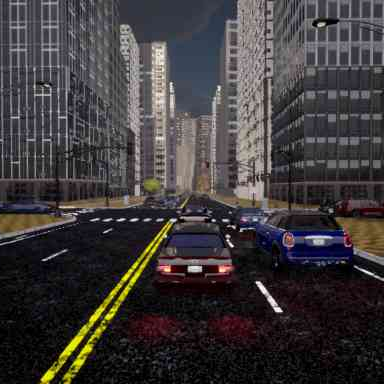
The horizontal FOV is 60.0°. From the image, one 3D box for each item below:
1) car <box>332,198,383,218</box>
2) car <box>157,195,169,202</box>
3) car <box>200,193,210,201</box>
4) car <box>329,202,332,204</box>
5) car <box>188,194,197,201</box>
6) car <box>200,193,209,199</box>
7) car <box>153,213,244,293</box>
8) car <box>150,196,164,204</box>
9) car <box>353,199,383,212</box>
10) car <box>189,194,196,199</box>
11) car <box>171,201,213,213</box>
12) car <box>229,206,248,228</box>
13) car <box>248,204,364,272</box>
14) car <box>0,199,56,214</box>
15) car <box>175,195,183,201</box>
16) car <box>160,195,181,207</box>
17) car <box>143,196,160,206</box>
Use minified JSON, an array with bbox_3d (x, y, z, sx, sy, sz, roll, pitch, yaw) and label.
[{"bbox_3d":[16.258,1.517,31.003,5.009,1.841,2.192,1,0,1],"label":"car"},{"bbox_3d":[-6.367,1.475,73.043,2.033,1.411,5.357,0,0,0],"label":"car"},{"bbox_3d":[3.401,1.392,81.814,1.882,1.535,5.008,0,0,0],"label":"car"},{"bbox_3d":[16.482,1.614,36.811,4.892,1.490,1.837,0,1,-1],"label":"car"},{"bbox_3d":[0.150,1.414,81.823,1.837,1.490,4.892,0,0,0],"label":"car"},{"bbox_3d":[3.419,1.093,92.203,2.097,1.767,4.553,0,0,0],"label":"car"},{"bbox_3d":[0.110,1.543,8.974,2.033,1.411,5.357,0,0,1],"label":"car"},{"bbox_3d":[-6.446,1.497,62.373,2.033,1.411,5.357,0,0,0],"label":"car"},{"bbox_3d":[21.881,1.640,39.279,4.829,1.417,1.752,1,0,1],"label":"car"},{"bbox_3d":[0.169,1.278,92.240,2.033,1.411,5.357,0,0,0],"label":"car"},{"bbox_3d":[0.135,1.481,18.719,2.128,1.511,4.902,0,0,0],"label":"car"},{"bbox_3d":[3.388,1.536,20.329,2.033,1.411,5.357,0,0,0],"label":"car"},{"bbox_3d":[3.369,1.347,10.944,2.097,1.767,4.553,0,0,0],"label":"car"},{"bbox_3d":[-16.651,1.416,34.058,5.357,1.411,2.033,1,1,4],"label":"car"},{"bbox_3d":[-3.105,1.426,79.627,1.837,1.490,4.892,0,0,0],"label":"car"},{"bbox_3d":[-3.229,1.315,50.653,2.097,1.767,4.553,0,0,-1],"label":"car"},{"bbox_3d":[-6.498,1.466,52.493,1.837,1.490,4.892,0,0,0],"label":"car"}]
